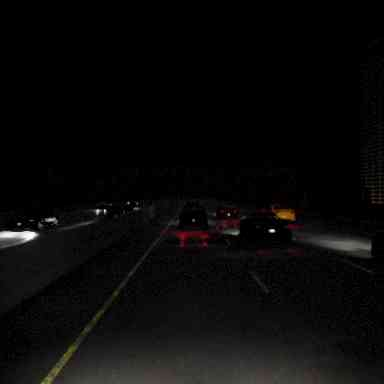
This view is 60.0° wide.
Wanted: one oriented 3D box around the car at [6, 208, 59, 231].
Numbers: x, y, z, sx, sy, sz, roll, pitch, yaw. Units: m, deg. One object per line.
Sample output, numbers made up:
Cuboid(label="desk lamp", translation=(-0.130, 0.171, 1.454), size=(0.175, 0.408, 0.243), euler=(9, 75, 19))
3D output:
Cuboid(label="car", translation=(-10.598, 1.795, 22.387), size=(1.994, 1.385, 4.181), euler=(0, -1, 0))

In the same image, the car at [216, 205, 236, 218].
Cuboid(label="car", translation=(3.598, 1.959, 34.772), size=(1.895, 1.301, 4.718), euler=(0, -1, 0))

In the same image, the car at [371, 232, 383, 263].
Cuboid(label="car", translation=(7.100, 1.591, 9.537), size=(2.128, 1.511, 4.902), euler=(0, -1, 0))

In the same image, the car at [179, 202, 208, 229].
Cuboid(label="car", translation=(0.100, 1.725, 23.988), size=(1.882, 1.535, 5.008), euler=(0, -1, 0))

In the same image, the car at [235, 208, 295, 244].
Cuboid(label="car", translation=(3.601, 1.740, 16.958), size=(1.994, 1.385, 4.181), euler=(0, -1, 0))

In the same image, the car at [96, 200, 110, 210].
Cuboid(label="car", translation=(-14.272, 2.087, 54.568), size=(1.812, 1.442, 4.674), euler=(0, -1, -1))

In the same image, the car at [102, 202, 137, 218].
Cuboid(label="car", translation=(-7.100, 1.941, 33.009), size=(1.895, 1.301, 4.718), euler=(0, -1, 0))

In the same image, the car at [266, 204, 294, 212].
Cuboid(label="car", translation=(7.099, 1.766, 27.939), size=(1.882, 1.535, 5.008), euler=(0, -1, 0))

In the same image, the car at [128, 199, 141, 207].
Cuboid(label="car", translation=(-10.987, 2.065, 63.612), size=(2.097, 1.767, 4.553), euler=(0, -1, -1))
